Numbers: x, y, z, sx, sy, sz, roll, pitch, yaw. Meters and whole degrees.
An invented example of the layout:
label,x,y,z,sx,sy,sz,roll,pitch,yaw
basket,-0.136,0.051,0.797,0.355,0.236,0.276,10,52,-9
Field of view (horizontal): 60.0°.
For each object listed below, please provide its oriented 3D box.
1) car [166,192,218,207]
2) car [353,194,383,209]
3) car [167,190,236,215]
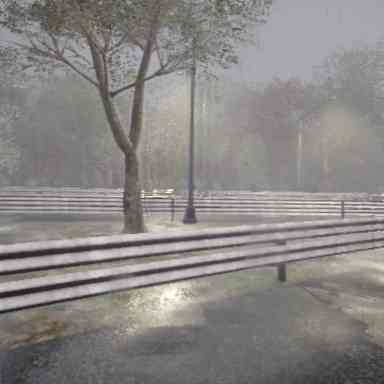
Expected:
label,x,y,z,sx,sy,sz,roll,pitch,yaw
car,-0.052,0.699,31.941,4.718,1.301,1.895,1,2,-8
car,17.301,1.011,30.779,4.892,1.490,1.837,1,2,-8
car,0.868,0.844,25.002,4.902,1.511,2.128,1,2,-8
